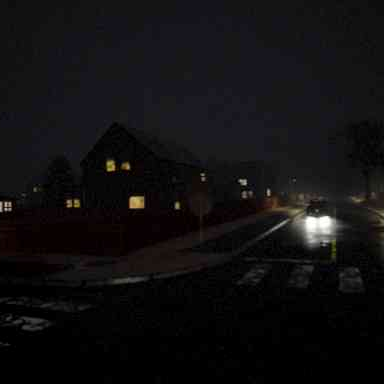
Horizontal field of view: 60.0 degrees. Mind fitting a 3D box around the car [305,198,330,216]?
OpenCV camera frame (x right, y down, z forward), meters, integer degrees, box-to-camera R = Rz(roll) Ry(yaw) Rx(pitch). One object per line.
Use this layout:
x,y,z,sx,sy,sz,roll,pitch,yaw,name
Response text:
11.630,1.323,30.715,2.128,1.511,4.902,-3,-1,23,car
